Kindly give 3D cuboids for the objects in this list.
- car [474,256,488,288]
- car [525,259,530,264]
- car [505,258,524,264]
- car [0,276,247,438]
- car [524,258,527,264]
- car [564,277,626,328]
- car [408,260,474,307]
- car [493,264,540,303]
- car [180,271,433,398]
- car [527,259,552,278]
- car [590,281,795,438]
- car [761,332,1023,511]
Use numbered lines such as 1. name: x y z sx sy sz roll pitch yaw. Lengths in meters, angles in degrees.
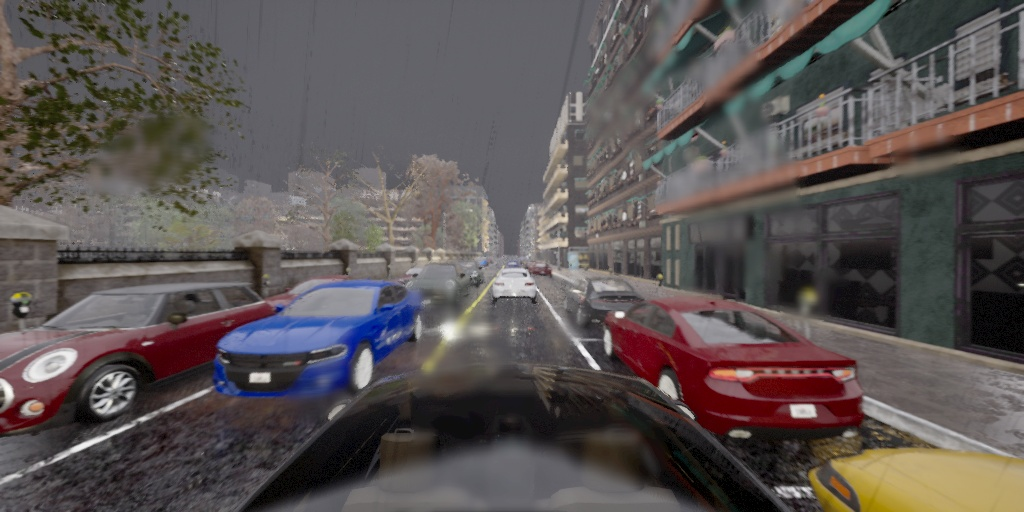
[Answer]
1. car: -3.007 1.081 23.675 2.097 1.767 4.553 0 0 0
2. car: 2.691 1.262 38.751 1.888 1.381 4.507 0 0 0
3. car: 0.098 1.242 40.028 1.812 1.442 4.674 0 0 0
4. car: -5.690 1.186 5.539 1.967 1.591 4.097 0 0 0
5. car: 2.690 1.276 49.822 1.948 1.339 4.313 0 0 0
6. car: 2.690 1.291 11.076 2.007 1.370 4.403 0 0 0
7. car: -3.000 1.088 15.207 2.097 1.767 4.553 0 0 0
8. car: 0.101 1.261 16.423 1.812 1.442 4.674 0 0 0
9. car: -3.088 1.222 6.895 1.882 1.535 5.008 0 0 0
10. car: 2.691 1.266 33.216 1.888 1.381 4.507 0 0 0
11. car: 2.690 1.291 5.540 1.888 1.381 4.507 0 0 0
12. car: 2.690 1.277 0.175 1.751 1.417 4.829 0 0 0
